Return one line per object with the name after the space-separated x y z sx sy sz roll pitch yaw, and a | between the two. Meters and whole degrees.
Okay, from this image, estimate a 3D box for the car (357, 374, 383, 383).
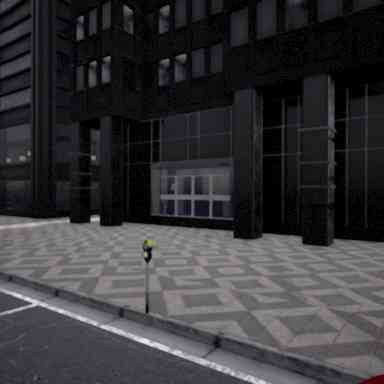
2.763 1.547 0.989 4.507 1.381 1.887 0 0 36 | car
